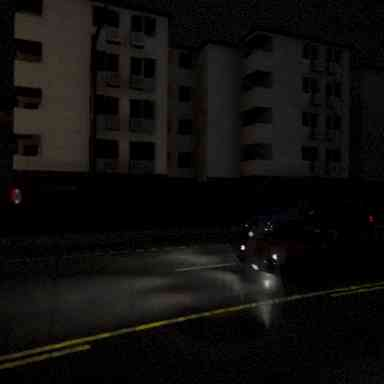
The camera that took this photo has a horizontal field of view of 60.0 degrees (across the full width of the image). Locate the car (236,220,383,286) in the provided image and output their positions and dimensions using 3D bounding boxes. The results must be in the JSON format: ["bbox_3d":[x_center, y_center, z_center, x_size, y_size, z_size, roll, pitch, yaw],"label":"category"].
[{"bbox_3d":[3.678,1.654,9.482,4.718,1.301,1.895,1,0,-23],"label":"car"}]

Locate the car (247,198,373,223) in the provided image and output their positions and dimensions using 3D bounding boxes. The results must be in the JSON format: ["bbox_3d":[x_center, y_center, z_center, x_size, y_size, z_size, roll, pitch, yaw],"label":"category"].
[{"bbox_3d":[4.886,1.294,13.829,5.566,2.045,2.150,1,0,-20],"label":"car"}]
